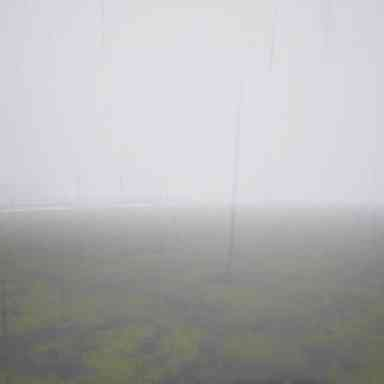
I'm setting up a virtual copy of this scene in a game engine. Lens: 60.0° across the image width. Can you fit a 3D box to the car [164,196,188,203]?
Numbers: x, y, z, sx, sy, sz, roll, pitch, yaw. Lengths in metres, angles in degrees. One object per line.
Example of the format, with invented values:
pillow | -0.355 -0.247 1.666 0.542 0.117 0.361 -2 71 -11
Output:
car | -3.078 1.425 63.307 1.895 1.301 4.718 1 1 44
